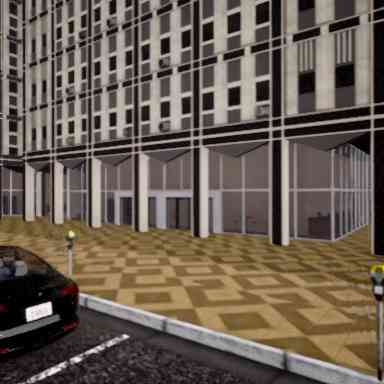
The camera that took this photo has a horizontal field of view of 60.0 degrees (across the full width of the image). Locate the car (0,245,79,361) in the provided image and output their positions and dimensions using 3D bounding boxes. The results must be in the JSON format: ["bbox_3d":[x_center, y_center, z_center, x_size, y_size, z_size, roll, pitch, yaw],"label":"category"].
[{"bbox_3d":[-3.648,1.563,5.460,4.313,1.339,1.947,0,0,35],"label":"car"}]
